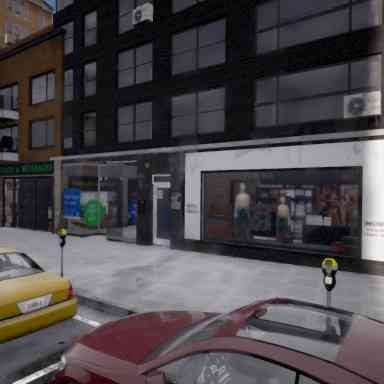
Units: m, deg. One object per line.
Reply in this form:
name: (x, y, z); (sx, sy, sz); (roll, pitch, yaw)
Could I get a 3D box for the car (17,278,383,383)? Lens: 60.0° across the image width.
car: (0.621, 1.582, 2.634); (4.206, 1.307, 1.802); (0, 1, 36)

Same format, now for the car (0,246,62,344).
car: (-4.065, 1.523, 5.977); (4.829, 1.417, 1.752); (0, 1, 36)
